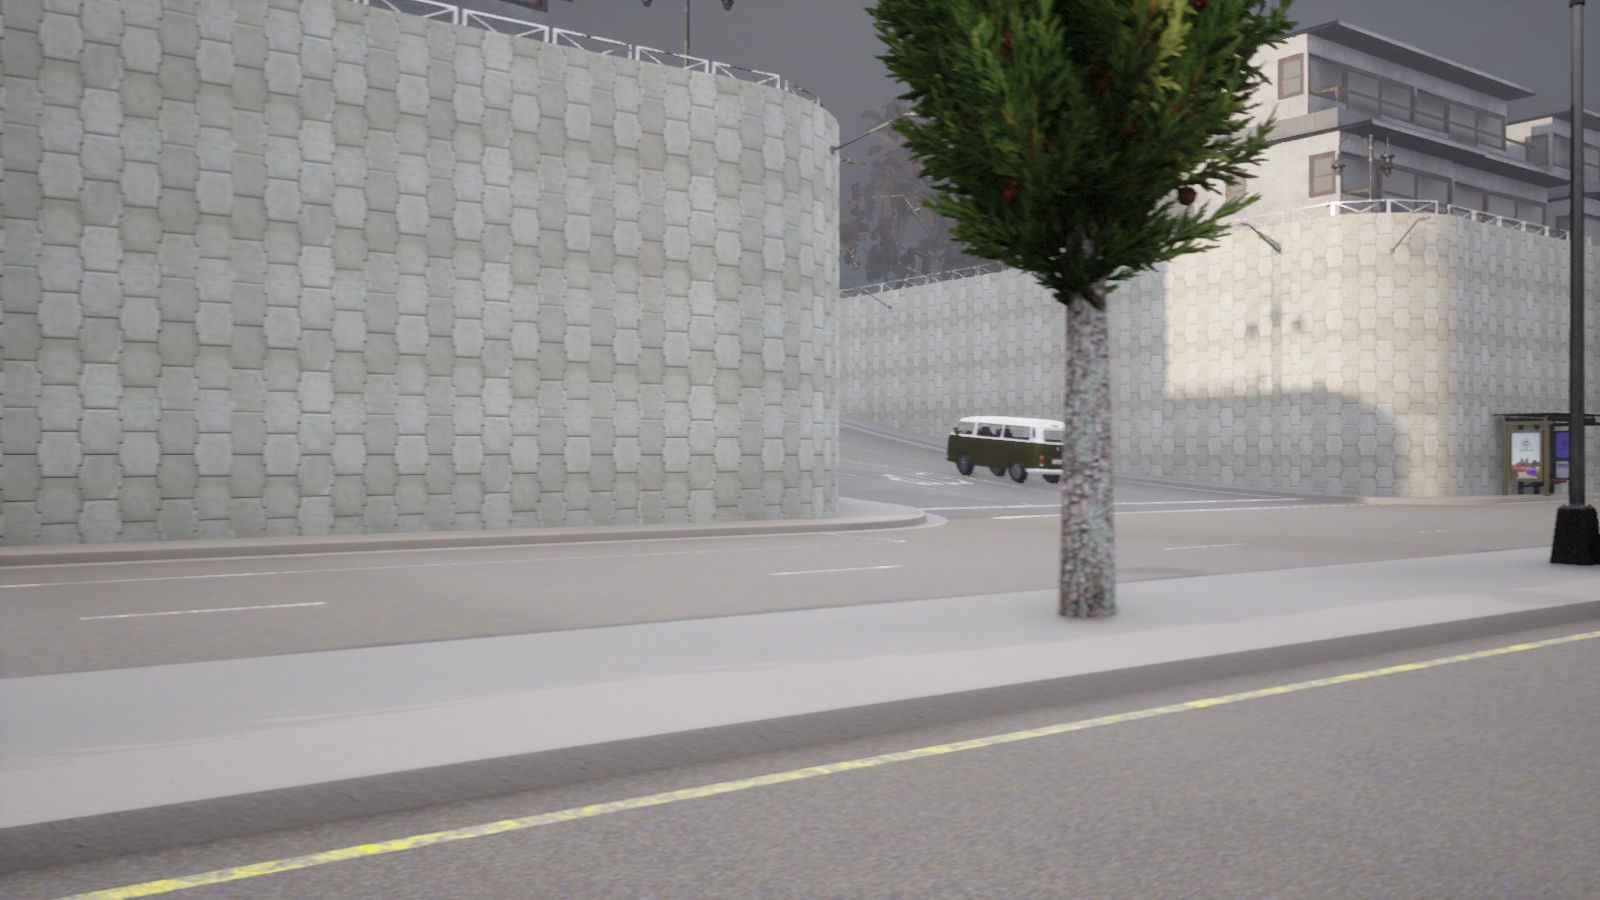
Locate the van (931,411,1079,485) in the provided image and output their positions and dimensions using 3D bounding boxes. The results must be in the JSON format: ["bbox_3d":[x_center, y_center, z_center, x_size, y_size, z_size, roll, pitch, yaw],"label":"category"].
[{"bbox_3d":[6.583,-0.103,40.709,2.069,2.038,4.480,2,3,-35],"label":"van"}]
